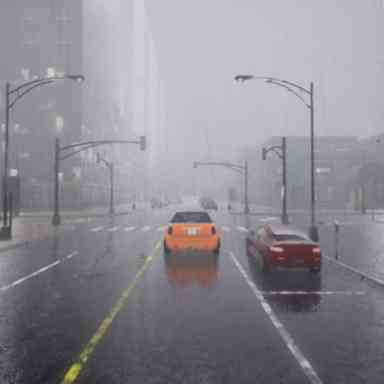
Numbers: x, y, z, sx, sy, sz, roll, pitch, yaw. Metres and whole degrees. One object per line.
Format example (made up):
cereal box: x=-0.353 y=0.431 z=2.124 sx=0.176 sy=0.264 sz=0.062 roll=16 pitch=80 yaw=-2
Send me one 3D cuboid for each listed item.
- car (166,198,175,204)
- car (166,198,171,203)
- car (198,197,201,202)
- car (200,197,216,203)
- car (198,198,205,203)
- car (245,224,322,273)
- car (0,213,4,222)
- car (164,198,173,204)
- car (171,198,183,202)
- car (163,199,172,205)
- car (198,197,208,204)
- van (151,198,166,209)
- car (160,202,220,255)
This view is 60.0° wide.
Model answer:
car: x=-5.740 y=2.377 z=88.421 sx=1.947 sy=1.339 sz=4.313 roll=1 pitch=-1 yaw=0
car: x=-5.723 y=2.129 z=65.557 sx=1.752 sy=1.417 sz=4.829 roll=1 pitch=-1 yaw=0
car: x=2.664 y=1.870 z=60.099 sx=2.192 sy=1.841 sz=5.009 roll=1 pitch=-1 yaw=0
car: x=2.670 y=1.892 z=48.751 sx=1.967 sy=1.590 sz=4.097 roll=1 pitch=-1 yaw=0
car: x=2.635 y=2.429 z=94.140 sx=1.947 sy=1.339 sz=4.313 roll=1 pitch=-1 yaw=0
car: x=2.819 y=1.685 z=10.788 sx=1.802 sy=1.307 sz=4.206 roll=1 pitch=-1 yaw=0
car: x=-17.444 y=1.912 z=26.901 sx=4.206 sy=1.307 sz=1.802 roll=-1 pitch=-1 yaw=1
car: x=-5.736 y=2.326 z=82.748 sx=1.947 sy=1.339 sz=4.313 roll=1 pitch=-1 yaw=0
car: x=-3.053 y=2.037 z=74.094 sx=2.097 sy=1.767 sz=4.553 roll=0 pitch=-1 yaw=0
car: x=-5.733 y=2.290 z=77.073 sx=1.802 sy=1.307 sz=4.206 roll=1 pitch=-1 yaw=0
car: x=2.648 y=2.075 z=82.795 sx=2.192 sy=1.841 sz=5.009 roll=1 pitch=-1 yaw=0
van: x=-5.712 y=1.844 z=54.381 sx=1.690 sy=1.788 sz=3.998 roll=1 pitch=-1 yaw=0
car: x=-0.007 y=1.484 z=14.090 sx=2.097 sy=1.767 sz=4.553 roll=0 pitch=-1 yaw=0
